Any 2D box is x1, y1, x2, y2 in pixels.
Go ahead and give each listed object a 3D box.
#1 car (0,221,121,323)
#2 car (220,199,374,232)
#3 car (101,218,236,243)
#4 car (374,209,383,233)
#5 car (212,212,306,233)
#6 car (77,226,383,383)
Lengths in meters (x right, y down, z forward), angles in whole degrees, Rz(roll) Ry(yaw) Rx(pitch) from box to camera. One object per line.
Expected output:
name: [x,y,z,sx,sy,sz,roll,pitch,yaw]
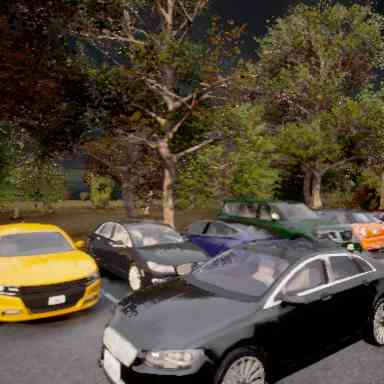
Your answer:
car: [-3.646,1.490,7.464,2.097,1.535,5.008,1,0,-35]
car: [3.182,1.311,12.283,2.435,2.045,5.566,1,0,-35]
car: [-1.378,1.515,9.080,2.231,1.521,4.892,1,0,-35]
car: [5.451,1.459,13.894,2.185,1.767,4.553,1,0,-35]
car: [0.876,1.568,10.711,2.163,1.488,4.792,1,0,-35]
car: [1.179,1.523,4.829,4.902,1.511,2.128,1,0,-35]
